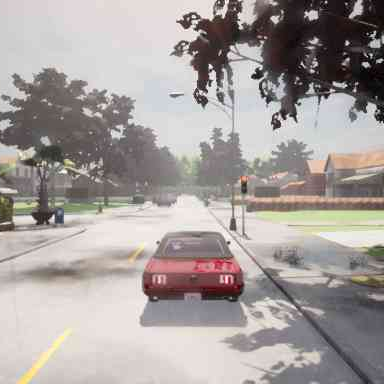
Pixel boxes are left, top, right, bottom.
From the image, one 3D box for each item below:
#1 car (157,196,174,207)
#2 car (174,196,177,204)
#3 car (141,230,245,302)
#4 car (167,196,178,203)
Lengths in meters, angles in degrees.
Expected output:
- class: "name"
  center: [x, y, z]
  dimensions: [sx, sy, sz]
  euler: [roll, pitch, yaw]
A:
- class: "car"
  center: [-4.187, 1.601, 50.826]
  dimensions: [1.895, 1.301, 4.718]
  euler: [0, 0, 0]
- class: "car"
  center: [-4.175, 1.564, 60.817]
  dimensions: [1.994, 1.385, 4.181]
  euler: [0, 0, 0]
- class: "car"
  center: [0.037, 1.601, 8.202]
  dimensions: [1.895, 1.301, 4.718]
  euler: [0, 0, 0]
- class: "car"
  center: [-4.127, 1.540, 71.179]
  dimensions: [2.033, 1.411, 5.357]
  euler: [0, 0, 0]
